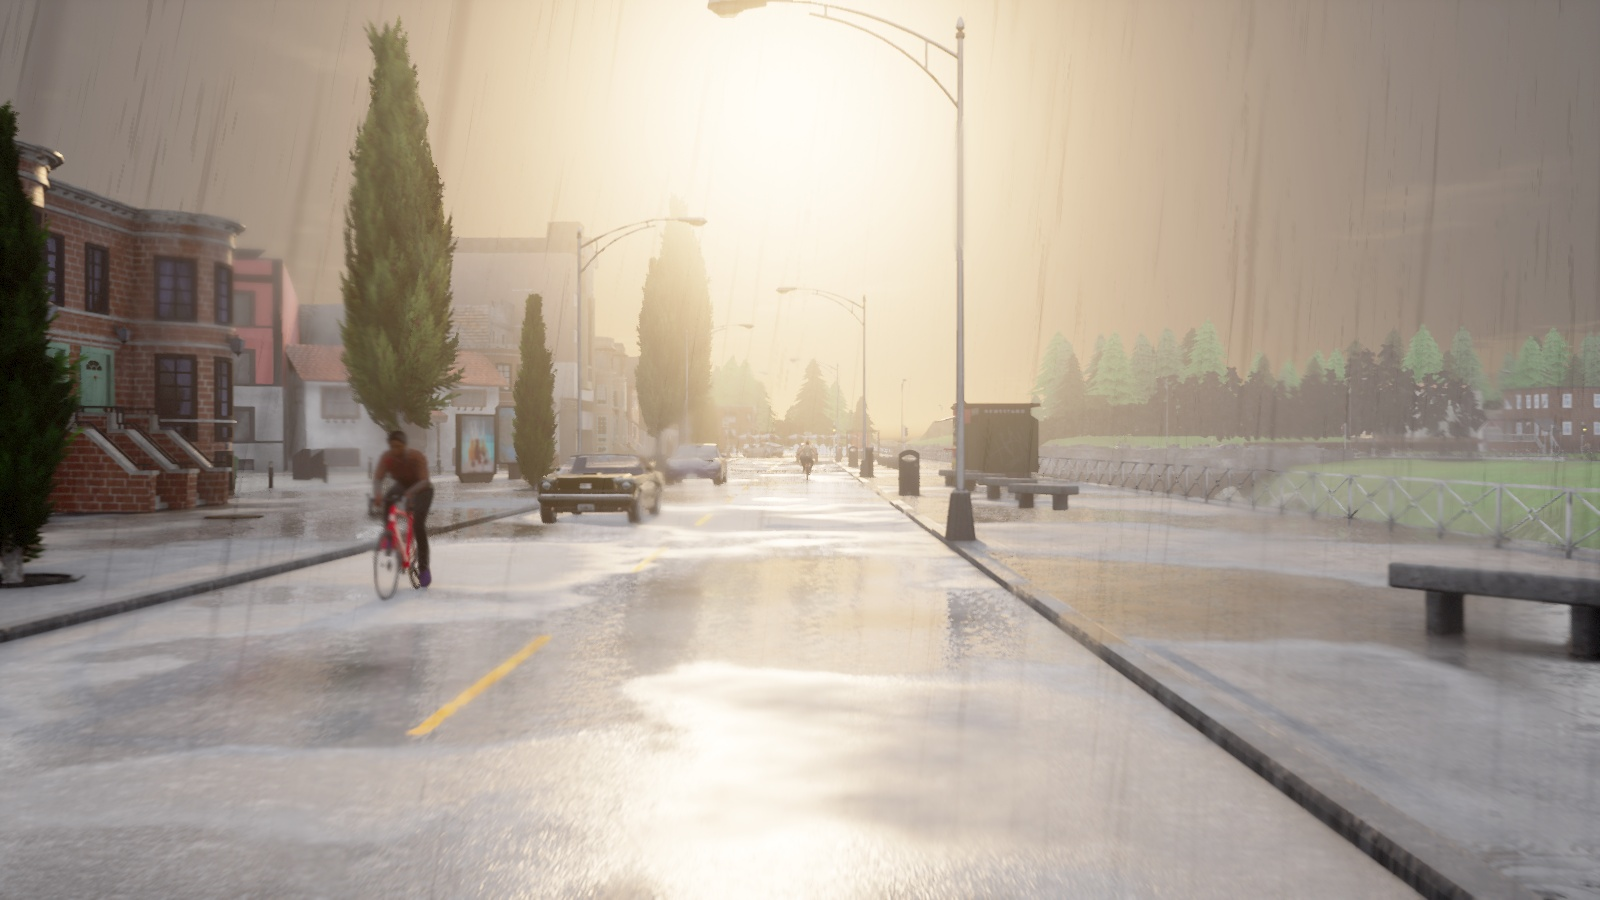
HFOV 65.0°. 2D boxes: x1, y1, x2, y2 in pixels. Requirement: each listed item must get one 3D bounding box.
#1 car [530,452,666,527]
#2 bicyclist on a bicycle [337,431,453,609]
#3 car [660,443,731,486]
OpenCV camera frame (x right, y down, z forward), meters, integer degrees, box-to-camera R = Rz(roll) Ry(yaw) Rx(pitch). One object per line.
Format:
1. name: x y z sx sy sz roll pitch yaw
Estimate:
1. car: -3.847 0.705 24.697 1.895 1.301 4.718 0 0 0
2. bicyclist on a bicycle: -3.916 0.627 12.250 0.582 1.620 1.656 0 1 0
3. car: -3.731 0.486 45.606 2.163 1.488 4.792 0 0 0
